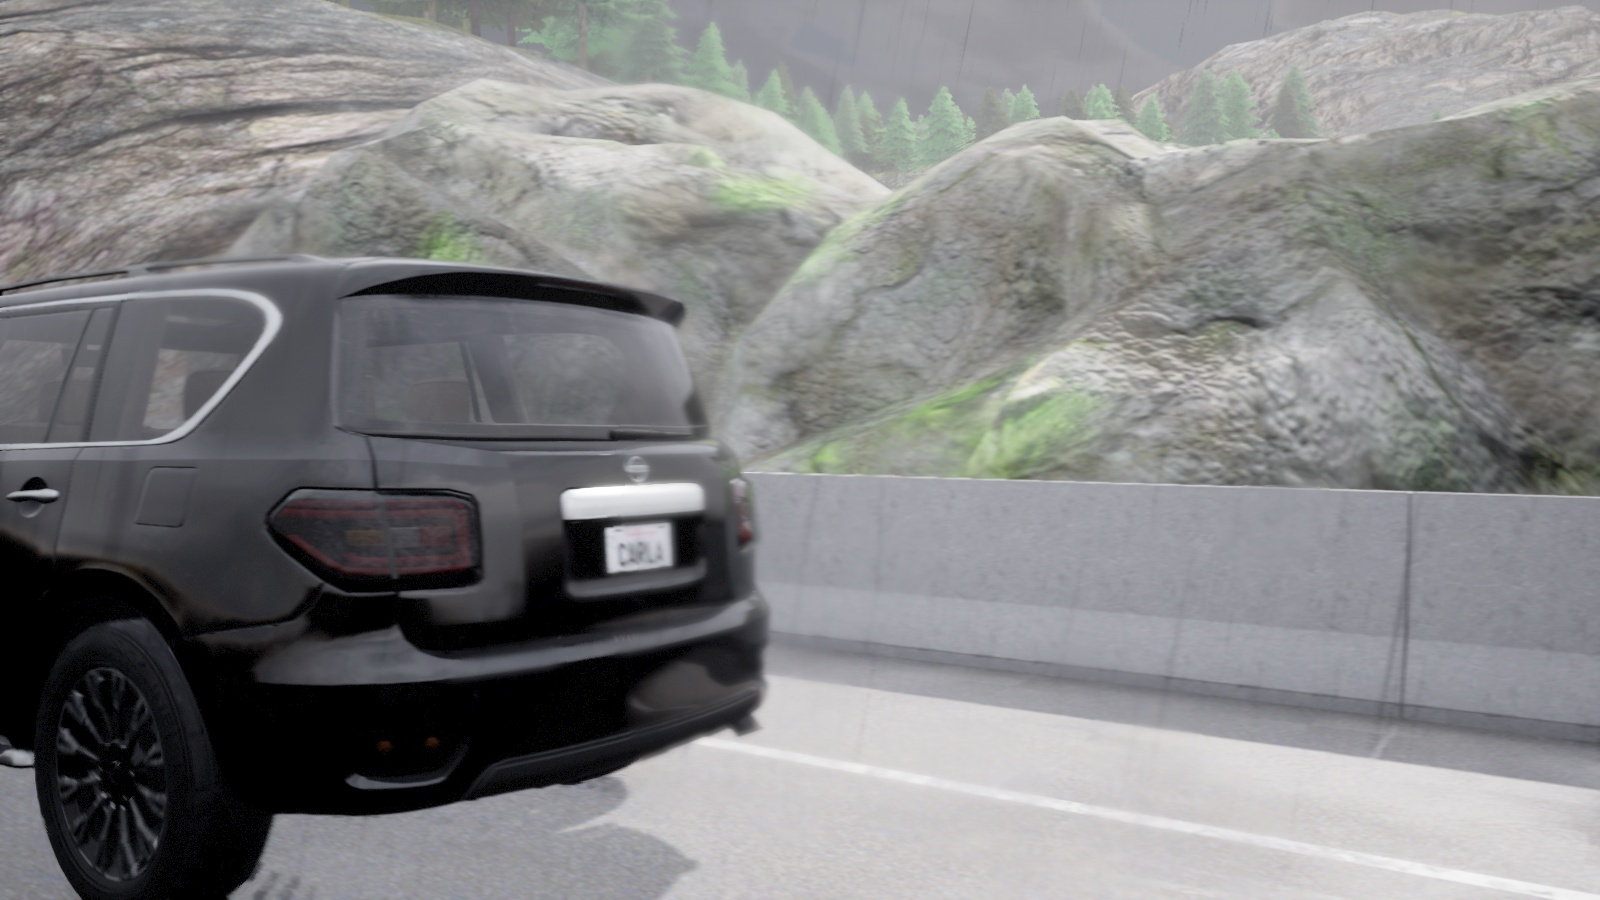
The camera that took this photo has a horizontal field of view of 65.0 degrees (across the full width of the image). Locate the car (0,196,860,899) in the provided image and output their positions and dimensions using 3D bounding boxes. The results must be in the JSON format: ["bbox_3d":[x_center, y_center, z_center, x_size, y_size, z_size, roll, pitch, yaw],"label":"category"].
[{"bbox_3d":[-2.695,0.409,5.409,5.566,2.045,2.150,0,1,34],"label":"car"}]
